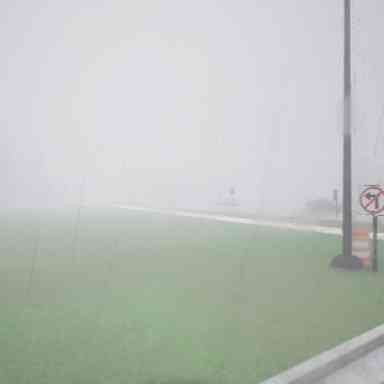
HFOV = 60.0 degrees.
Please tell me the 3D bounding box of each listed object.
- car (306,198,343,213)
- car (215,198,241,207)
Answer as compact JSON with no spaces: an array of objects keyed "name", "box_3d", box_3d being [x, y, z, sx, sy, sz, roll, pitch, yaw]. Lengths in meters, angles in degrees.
[{"name":"car","box_3d":[14.749,1.478,36.148,1.837,1.490,4.892,0,0,-35]},{"name":"car","box_3d":[5.405,1.538,49.717,1.994,1.385,4.181,0,0,-35]}]
